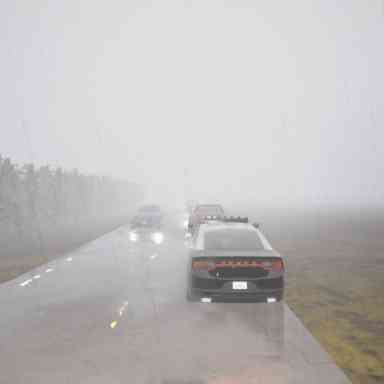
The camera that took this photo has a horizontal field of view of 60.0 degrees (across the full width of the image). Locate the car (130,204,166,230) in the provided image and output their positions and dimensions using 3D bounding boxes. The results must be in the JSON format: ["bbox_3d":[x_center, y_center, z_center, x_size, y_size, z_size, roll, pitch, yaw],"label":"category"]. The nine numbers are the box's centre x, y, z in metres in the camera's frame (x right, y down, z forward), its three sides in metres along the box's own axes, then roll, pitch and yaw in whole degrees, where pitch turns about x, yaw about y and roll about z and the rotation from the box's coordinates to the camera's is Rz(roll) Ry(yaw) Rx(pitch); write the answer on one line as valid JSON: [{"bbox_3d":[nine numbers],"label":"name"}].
[{"bbox_3d":[-2.712,1.534,21.340,1.837,1.490,4.892,0,0,0],"label":"car"}]

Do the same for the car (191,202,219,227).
[{"bbox_3d":[0.868,1.544,24.282,1.837,1.490,4.892,0,0,0],"label":"car"}]

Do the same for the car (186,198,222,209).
[{"bbox_3d":[0.856,1.373,18.253,2.097,1.767,4.553,0,0,0],"label":"car"}]

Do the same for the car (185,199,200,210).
[{"bbox_3d":[0.109,1.675,46.005,2.033,1.411,5.357,0,0,1],"label":"car"}]

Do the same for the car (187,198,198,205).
[{"bbox_3d":[0.113,1.778,63.352,1.994,1.385,4.181,0,0,0],"label":"car"}]

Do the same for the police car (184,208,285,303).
[{"bbox_3d":[0.840,1.430,8.391,1.930,1.638,5.238,0,0,0],"label":"police car"}]
